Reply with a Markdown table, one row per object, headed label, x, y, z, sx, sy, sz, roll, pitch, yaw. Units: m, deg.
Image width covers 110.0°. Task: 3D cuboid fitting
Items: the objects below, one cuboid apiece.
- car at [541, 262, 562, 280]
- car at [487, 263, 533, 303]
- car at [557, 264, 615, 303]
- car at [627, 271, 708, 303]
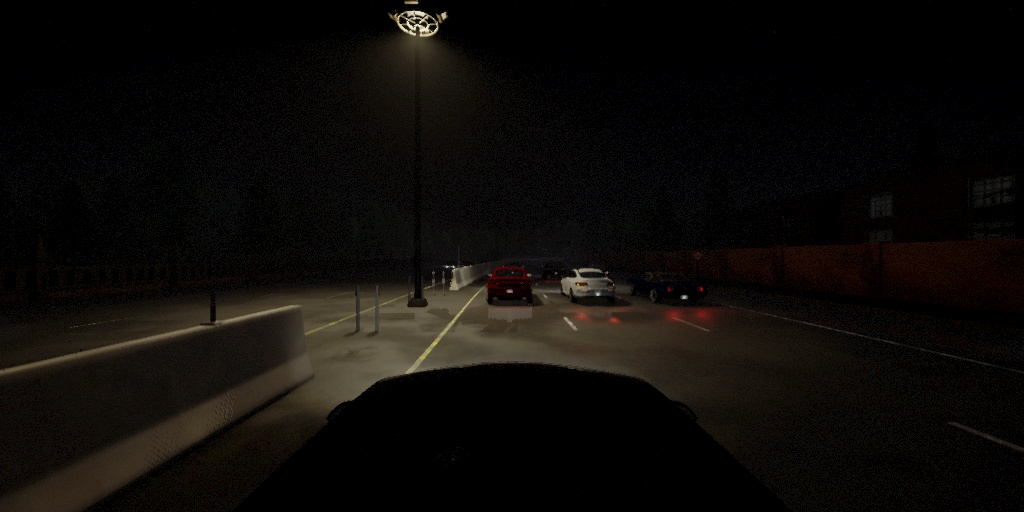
| label | x | y | z | sx | sy | sz | roll | pitch | yaw |
| --- | --- | --- | --- | --- | --- | --- | --- | --- | --- |
| car | 3.607 | 1.232 | 31.295 | 1.882 | 1.535 | 5.008 | 0 | 0 | 1 |
| car | -0.099 | 1.232 | 16.526 | 1.882 | 1.535 | 5.008 | 0 | 0 | 0 |
| car | 3.401 | 1.280 | 16.544 | 1.812 | 1.442 | 4.674 | 0 | 0 | 0 |
| car | 6.901 | 1.364 | 16.592 | 1.895 | 1.301 | 4.718 | 0 | 0 | 0 |
